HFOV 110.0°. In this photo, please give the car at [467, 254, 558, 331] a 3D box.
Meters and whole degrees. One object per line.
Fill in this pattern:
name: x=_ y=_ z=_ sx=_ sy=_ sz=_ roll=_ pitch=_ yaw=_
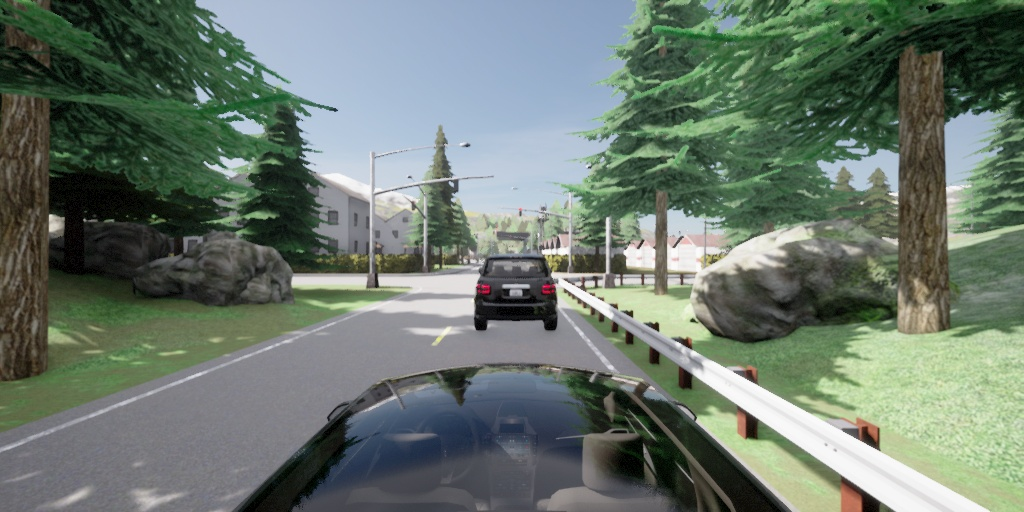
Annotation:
car: x=0.104 y=0.950 z=11.070 sx=2.150 sy=2.045 sz=5.566 roll=0 pitch=0 yaw=0
